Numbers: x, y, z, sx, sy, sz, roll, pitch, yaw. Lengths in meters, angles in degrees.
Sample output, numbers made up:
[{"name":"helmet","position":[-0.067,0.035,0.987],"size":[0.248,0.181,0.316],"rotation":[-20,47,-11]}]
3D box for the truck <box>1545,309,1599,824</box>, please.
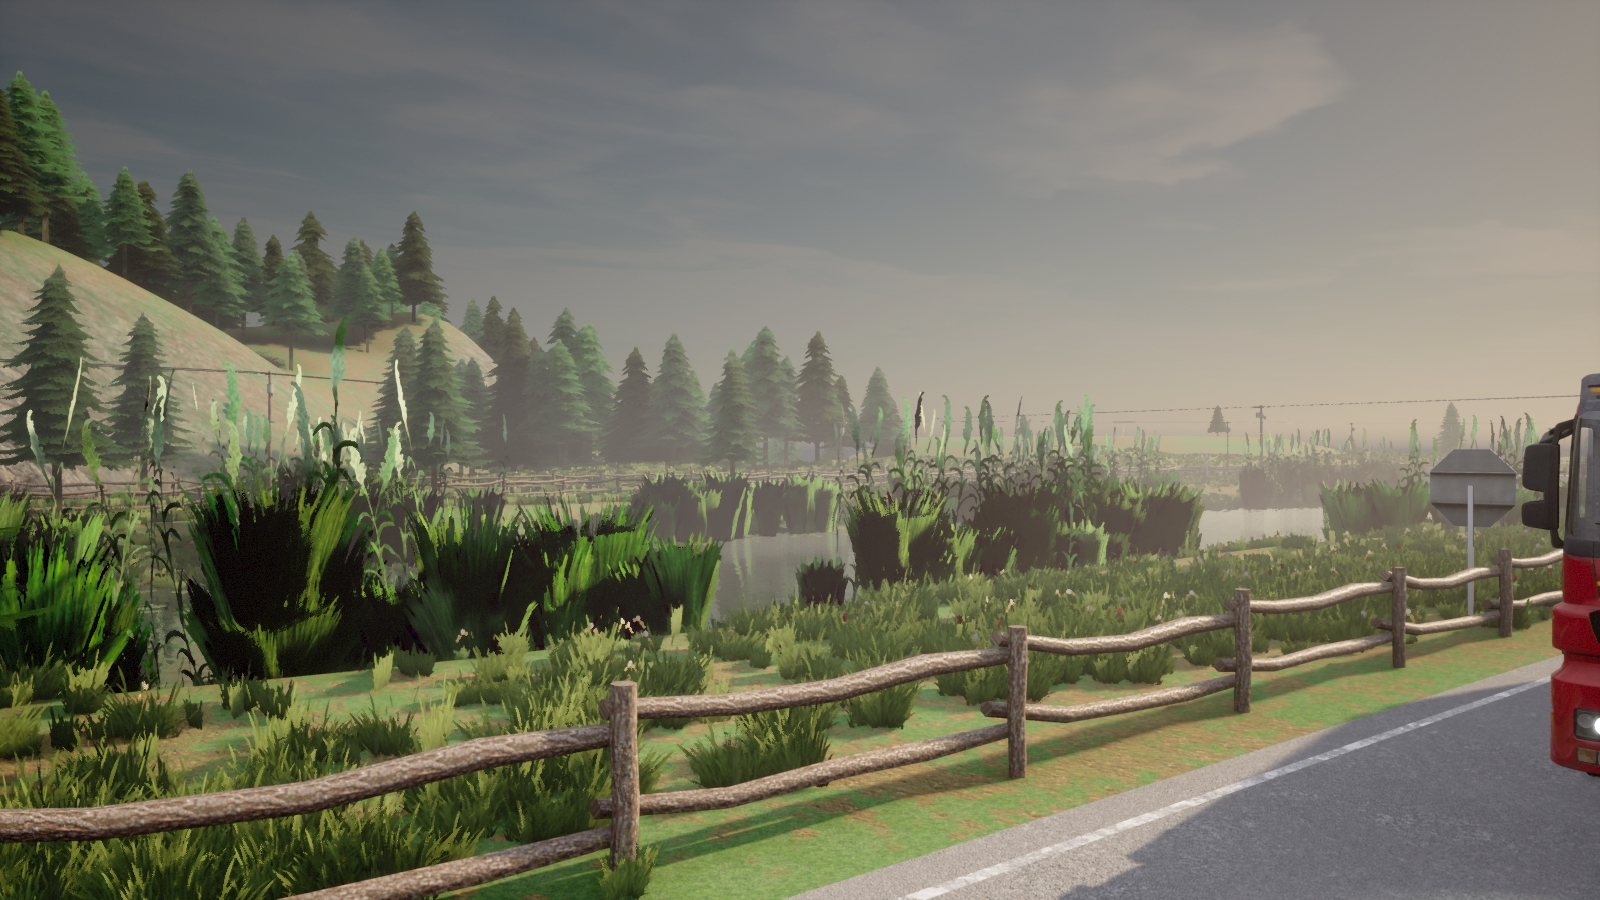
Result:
[{"name":"truck","position":[9.569,0.862,10.969],"size":[2.891,3.827,8.468],"rotation":[0,0,41]}]
